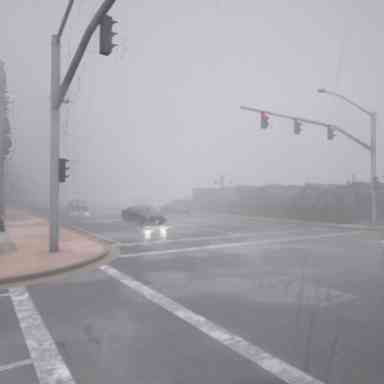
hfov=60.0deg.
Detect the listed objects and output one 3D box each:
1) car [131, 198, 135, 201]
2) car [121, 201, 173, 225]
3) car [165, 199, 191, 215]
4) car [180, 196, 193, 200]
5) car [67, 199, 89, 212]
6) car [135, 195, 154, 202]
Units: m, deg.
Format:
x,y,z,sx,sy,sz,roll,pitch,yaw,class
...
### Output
x,y,z,sx,sy,sz,roll,pitch,yaw,class
-11.991,1.659,78.820,4.605,1.855,1.932,1,-1,-34,car
-3.855,1.713,25.746,2.033,1.411,5.357,1,-1,-32,car
-2.006,1.827,37.040,1.994,1.385,4.181,1,0,-38,car
0.469,1.608,60.063,3.866,1.878,1.905,1,-1,-34,car
-14.917,1.698,43.379,1.882,1.535,5.008,1,0,-32,car
-10.433,1.654,76.380,3.866,1.878,1.905,1,-1,-34,car
